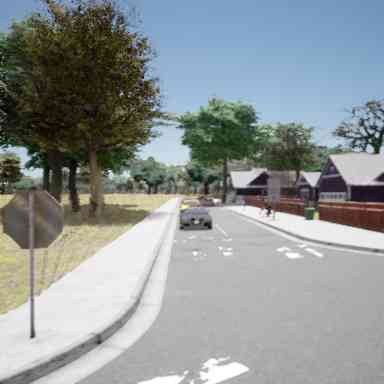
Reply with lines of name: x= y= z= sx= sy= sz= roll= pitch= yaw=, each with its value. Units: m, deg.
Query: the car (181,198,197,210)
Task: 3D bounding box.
car: x=-0.394 y=1.595 z=44.043 sx=1.994 sy=1.385 sz=4.181 roll=-1 pitch=0 yaw=-2

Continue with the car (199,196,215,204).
car: x=2.353 y=1.546 z=50.895 sx=1.994 sy=1.385 sz=4.181 roll=-1 pitch=0 yaw=-2

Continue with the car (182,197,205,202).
car: x=-0.063 y=1.514 z=31.991 sx=1.882 sy=1.535 sz=5.008 roll=-1 pitch=0 yaw=-2

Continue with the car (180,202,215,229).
car: x=0.234 y=1.602 z=21.702 sx=1.994 sy=1.385 sz=4.181 roll=-1 pitch=0 yaw=-1

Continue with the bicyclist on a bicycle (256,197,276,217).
bicyclist on a bicycle: x=5.943 y=1.256 z=26.839 sx=1.656 sy=1.620 sz=0.582 roll=-1 pitch=0 yaw=-2

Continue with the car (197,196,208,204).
car: x=1.932 y=1.465 z=62.027 sx=1.837 sy=1.490 sz=4.892 roll=-1 pitch=0 yaw=-2
